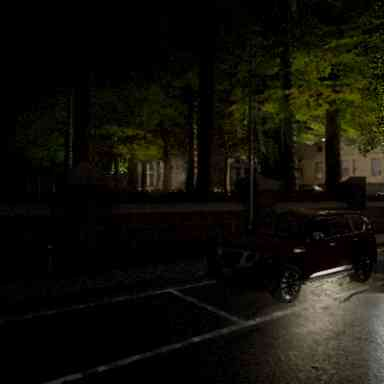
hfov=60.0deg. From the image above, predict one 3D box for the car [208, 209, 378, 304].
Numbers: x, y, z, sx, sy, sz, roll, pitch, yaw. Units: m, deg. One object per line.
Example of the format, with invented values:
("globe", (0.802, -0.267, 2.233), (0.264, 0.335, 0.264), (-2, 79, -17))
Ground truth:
("car", (2.783, 1.393, 8.523), (5.009, 1.841, 2.192), (1, -1, -36))
